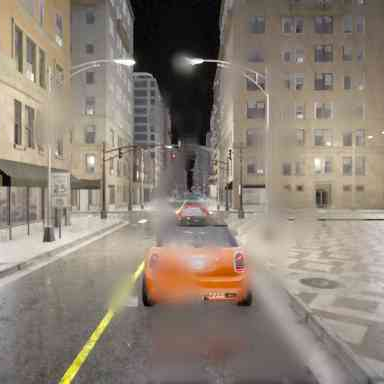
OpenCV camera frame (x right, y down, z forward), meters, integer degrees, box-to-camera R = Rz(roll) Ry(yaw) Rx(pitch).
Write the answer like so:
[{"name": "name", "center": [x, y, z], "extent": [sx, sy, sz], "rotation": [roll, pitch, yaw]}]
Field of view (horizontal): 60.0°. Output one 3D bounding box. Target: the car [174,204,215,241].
[{"name": "car", "center": [0.096, 1.476, 17.766], "extent": [1.882, 1.535, 5.008], "rotation": [0, 0, 0]}]

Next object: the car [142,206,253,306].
[{"name": "car", "center": [0.094, 1.352, 8.166], "extent": [2.097, 1.767, 4.553], "rotation": [0, 0, 0]}]
